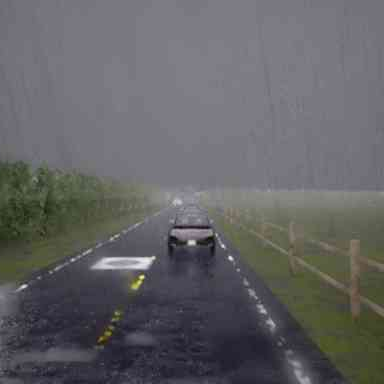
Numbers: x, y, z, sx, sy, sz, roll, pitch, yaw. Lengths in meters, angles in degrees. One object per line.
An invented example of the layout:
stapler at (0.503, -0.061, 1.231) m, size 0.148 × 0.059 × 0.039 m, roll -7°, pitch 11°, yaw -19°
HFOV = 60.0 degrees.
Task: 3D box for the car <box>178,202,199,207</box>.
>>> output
car at (-0.004, 1.830, 29.319) m, size 1.994 × 1.385 × 4.181 m, roll 0°, pitch 0°, yaw 0°

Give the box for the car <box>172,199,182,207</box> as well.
car at (-2.798, 2.090, 65.095) m, size 1.812 × 1.442 × 4.674 m, roll 0°, pitch 0°, yaw 1°

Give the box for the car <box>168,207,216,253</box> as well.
car at (-0.001, 1.626, 14.298) m, size 2.128 × 1.511 × 4.902 m, roll 0°, pitch 0°, yaw 0°
